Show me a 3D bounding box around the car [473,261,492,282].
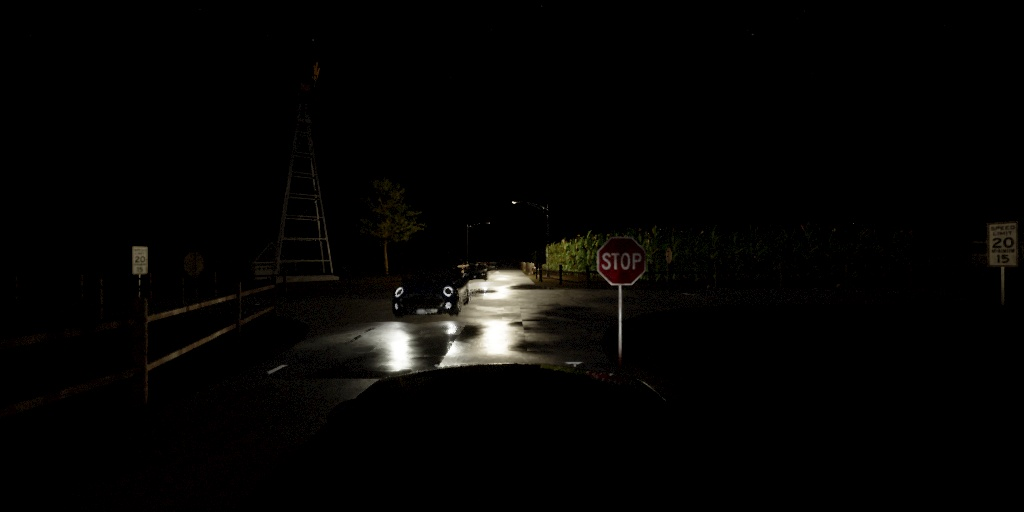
[{"bbox_3d":[-2.949,1.392,30.502,1.837,1.490,4.892,0,0,0],"label":"car"}]

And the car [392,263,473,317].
[{"bbox_3d":[-2.847,1.149,13.392,2.097,1.767,4.553,-1,0,0],"label":"car"}]

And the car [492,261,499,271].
[{"bbox_3d":[-3.148,1.588,58.959,1.882,1.535,5.008,0,-1,0],"label":"car"}]
